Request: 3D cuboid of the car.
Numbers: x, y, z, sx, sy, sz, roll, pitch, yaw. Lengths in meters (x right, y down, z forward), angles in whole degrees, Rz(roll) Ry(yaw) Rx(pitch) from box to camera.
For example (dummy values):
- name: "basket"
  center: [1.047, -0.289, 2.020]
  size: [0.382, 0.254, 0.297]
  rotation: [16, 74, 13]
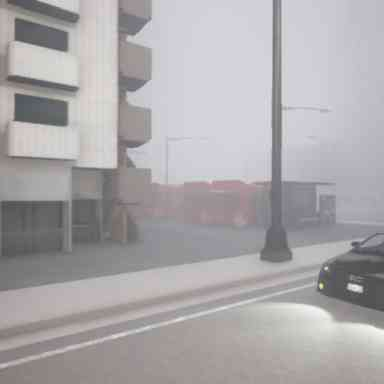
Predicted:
- name: "car"
  center: [4.632, 1.594, 7.281]
  size: [4.181, 1.385, 1.994]
  rotation: [0, 0, -35]
